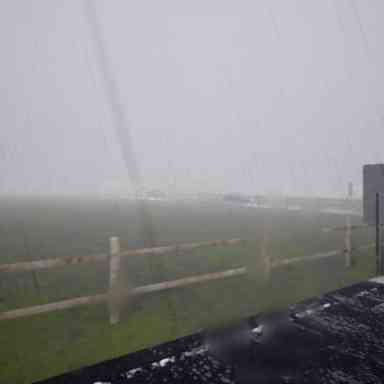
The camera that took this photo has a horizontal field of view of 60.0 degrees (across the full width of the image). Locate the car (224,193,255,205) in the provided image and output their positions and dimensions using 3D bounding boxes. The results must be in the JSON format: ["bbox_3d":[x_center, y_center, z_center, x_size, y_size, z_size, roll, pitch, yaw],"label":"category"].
[{"bbox_3d":[6.301,0.873,44.597,2.128,1.511,4.902,0,1,-35],"label":"car"}]

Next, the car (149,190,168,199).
[{"bbox_3d":[-6.279,0.344,62.402,2.097,1.767,4.553,0,1,-35],"label":"car"}]
